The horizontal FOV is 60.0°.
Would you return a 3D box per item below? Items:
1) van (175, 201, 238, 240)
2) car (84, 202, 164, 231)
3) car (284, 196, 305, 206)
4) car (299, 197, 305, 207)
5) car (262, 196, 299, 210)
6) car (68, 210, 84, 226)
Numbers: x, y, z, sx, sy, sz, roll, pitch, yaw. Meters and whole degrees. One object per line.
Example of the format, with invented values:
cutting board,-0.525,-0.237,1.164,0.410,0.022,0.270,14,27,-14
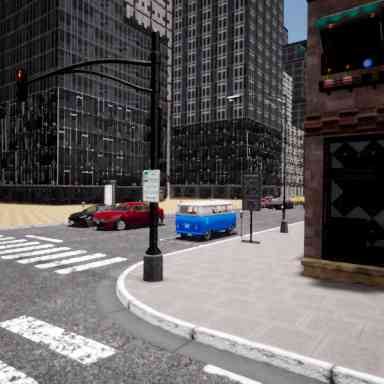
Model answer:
van,0.844,1.368,17.027,1.690,1.788,3.998,1,1,35
car,-3.796,1.418,20.494,1.882,1.535,5.008,1,1,35
car,16.413,1.364,53.286,1.752,1.417,4.829,1,1,36
car,15.626,1.429,42.313,2.128,1.511,4.902,1,1,36
car,11.037,1.443,41.244,2.033,1.411,5.357,1,1,36
car,-5.980,1.467,21.897,1.947,1.339,4.313,1,1,35
